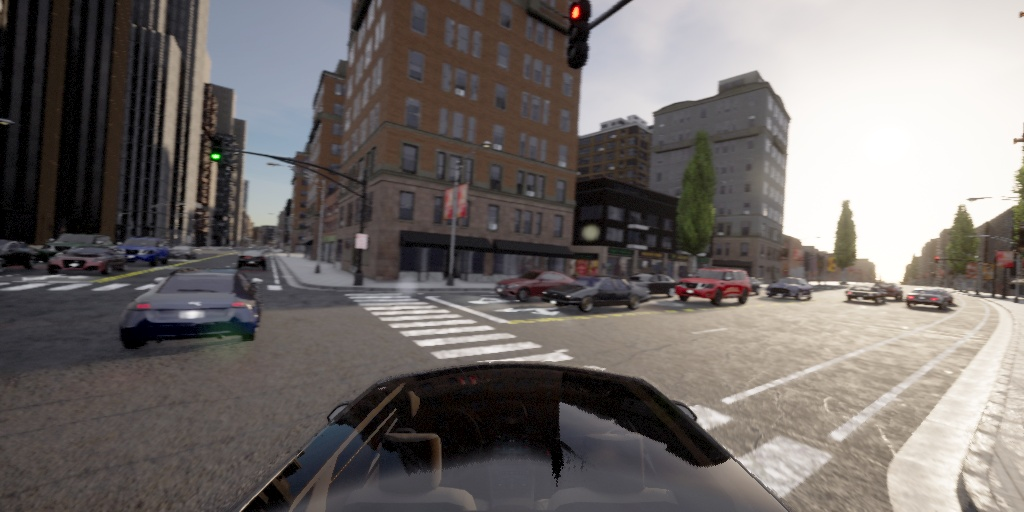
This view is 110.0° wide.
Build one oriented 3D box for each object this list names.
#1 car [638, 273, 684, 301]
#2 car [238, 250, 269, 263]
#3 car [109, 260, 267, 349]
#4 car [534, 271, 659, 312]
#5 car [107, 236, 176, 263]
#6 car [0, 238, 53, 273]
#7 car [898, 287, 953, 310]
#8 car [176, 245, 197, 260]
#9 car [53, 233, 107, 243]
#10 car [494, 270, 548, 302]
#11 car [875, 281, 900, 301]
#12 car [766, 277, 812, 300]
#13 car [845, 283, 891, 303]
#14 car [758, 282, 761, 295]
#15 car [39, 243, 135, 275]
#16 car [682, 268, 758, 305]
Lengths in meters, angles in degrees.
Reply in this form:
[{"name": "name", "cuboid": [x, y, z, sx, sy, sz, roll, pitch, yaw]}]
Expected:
[{"name": "car", "cuboid": [8.690, 1.856, 23.110, 4.892, 1.490, 1.837, 3, 0, -35]}, {"name": "car", "cuboid": [-21.426, 0.279, 29.697, 1.882, 1.535, 5.008, 4, -1, -34]}, {"name": "car", "cuboid": [-6.811, 0.960, 8.052, 1.994, 1.385, 4.181, 3, 0, -34]}, {"name": "car", "cuboid": [3.843, 1.584, 15.802, 5.357, 1.411, 2.033, 3, 0, -35]}, {"name": "car", "cuboid": [-27.476, -0.374, 26.775, 2.150, 2.045, 5.566, 4, -1, -34]}, {"name": "car", "cuboid": [-24.915, -0.063, 17.125, 2.128, 1.511, 4.902, 4, -1, -35]}, {"name": "car", "cuboid": [31.751, 3.230, 27.469, 5.357, 1.411, 2.033, 4, 0, -36]}, {"name": "car", "cuboid": [-35.426, -0.406, 38.579, 1.812, 1.442, 4.674, 4, -1, -33]}, {"name": "car", "cuboid": [-30.399, -0.567, 25.305, 2.150, 2.045, 5.566, 4, -1, -34]}, {"name": "car", "cuboid": [1.346, 1.436, 18.028, 4.674, 1.442, 1.812, 3, 0, -35]}, {"name": "car", "cuboid": [37.721, 3.432, 36.155, 4.553, 1.767, 2.097, 4, -1, -38]}, {"name": "car", "cuboid": [22.220, 2.503, 28.719, 4.553, 1.767, 2.097, 4, -1, -38]}, {"name": "car", "cuboid": [29.566, 3.174, 29.894, 4.718, 1.301, 1.895, 4, 0, -36]}, {"name": "car", "cuboid": [19.601, 2.512, 30.800, 4.892, 1.490, 1.837, 1, 1, -36]}, {"name": "car", "cuboid": [-22.266, 0.191, 19.020, 1.994, 1.385, 4.181, 4, -1, -34]}, {"name": "car", "cuboid": [12.224, 1.761, 21.596, 5.566, 2.045, 2.150, 3, 0, -35]}]
